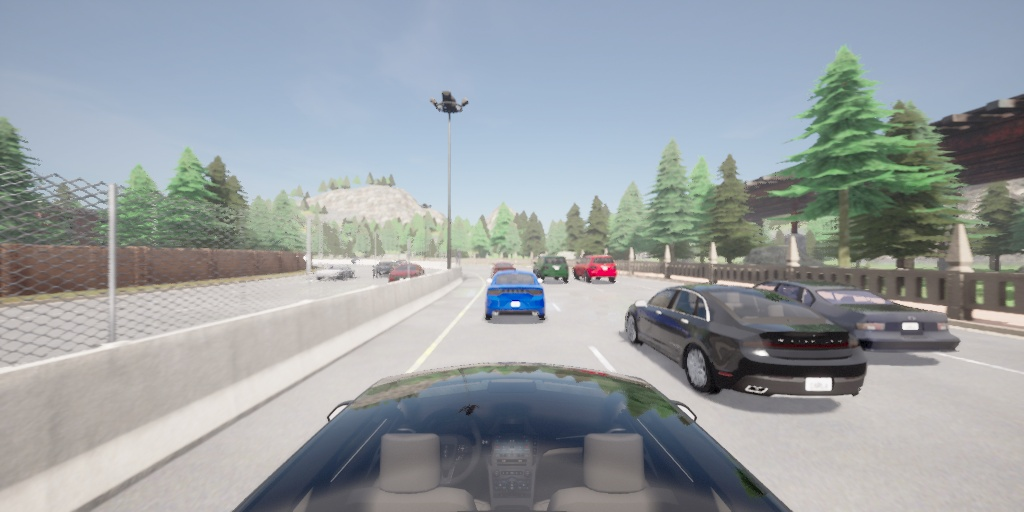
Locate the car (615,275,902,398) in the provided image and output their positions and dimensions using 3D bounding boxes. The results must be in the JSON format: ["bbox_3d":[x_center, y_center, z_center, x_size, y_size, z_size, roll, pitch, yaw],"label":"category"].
[{"bbox_3d":[3.601,1.263,6.633,1.837,1.490,4.892,0,0,0],"label":"car"}]

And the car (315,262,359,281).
[{"bbox_3d":[-14.960,1.398,30.563,1.895,1.301,4.718,0,0,-8],"label":"car"}]

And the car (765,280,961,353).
[{"bbox_3d":[7.101,1.310,8.905,2.033,1.411,5.357,0,0,0],"label":"car"}]

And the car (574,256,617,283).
[{"bbox_3d":[6.501,1.017,28.612,2.150,2.045,5.566,0,0,-5],"label":"car"}]

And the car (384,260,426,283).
[{"bbox_3d":[-7.497,1.268,26.090,1.882,1.535,5.008,0,0,-5],"label":"car"}]

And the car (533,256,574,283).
[{"bbox_3d":[2.988,1.017,28.600,2.150,2.045,5.566,0,0,-5],"label":"car"}]

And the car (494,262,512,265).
[{"bbox_3d":[-0.826,1.276,30.990,1.882,1.535,5.008,0,0,-7],"label":"car"}]

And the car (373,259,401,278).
[{"bbox_3d":[-12.184,1.311,34.835,1.837,1.490,4.892,0,-1,-11],"label":"car"}]

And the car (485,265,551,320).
[{"bbox_3d":[0.101,1.246,12.808,1.882,1.535,5.008,0,0,0],"label":"car"}]
